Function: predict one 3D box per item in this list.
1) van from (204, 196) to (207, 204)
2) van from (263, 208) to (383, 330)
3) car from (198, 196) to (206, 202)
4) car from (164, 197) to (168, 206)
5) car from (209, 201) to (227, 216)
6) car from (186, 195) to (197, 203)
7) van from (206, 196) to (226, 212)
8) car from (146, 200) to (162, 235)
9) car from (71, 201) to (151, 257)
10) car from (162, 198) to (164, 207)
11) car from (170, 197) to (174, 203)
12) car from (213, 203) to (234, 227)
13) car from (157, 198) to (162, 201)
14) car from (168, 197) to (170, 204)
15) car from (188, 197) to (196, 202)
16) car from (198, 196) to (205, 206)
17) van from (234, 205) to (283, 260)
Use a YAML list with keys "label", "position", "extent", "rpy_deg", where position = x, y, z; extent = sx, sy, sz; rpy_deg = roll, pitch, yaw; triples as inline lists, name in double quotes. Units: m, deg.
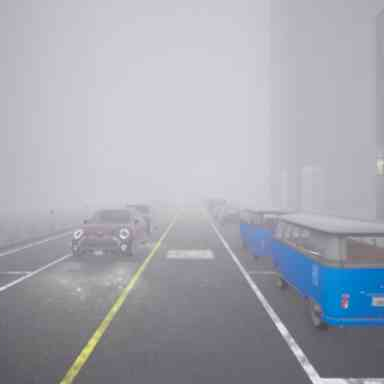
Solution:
- label: "van"
  position: [2.738, 1.569, 40.766]
  extent: [1.690, 1.788, 3.998]
  rpy_deg: [0, 0, 0]
- label: "van"
  position: [2.761, 1.374, 6.702]
  extent: [1.690, 1.788, 3.998]
  rpy_deg: [0, 0, 0]
- label: "car"
  position: [2.704, 1.979, 91.862]
  extent: [1.967, 1.590, 4.097]
  rpy_deg: [0, 0, 0]
- label: "car"
  position: [-5.798, 1.902, 57.788]
  extent: [1.947, 1.339, 4.313]
  rpy_deg: [0, 0, 0]
- label: "car"
  position: [2.746, 1.744, 29.409]
  extent: [1.802, 1.307, 4.206]
  rpy_deg: [0, 0, 0]
- label: "car"
  position: [-0.050, 1.991, 81.002]
  extent: [1.812, 1.442, 4.674]
  rpy_deg: [0, 0, 0]
- label: "van"
  position: [2.742, 1.536, 35.088]
  extent: [1.690, 1.788, 3.998]
  rpy_deg: [0, 0, 0]
- label: "car"
  position: [-3.010, 1.410, 18.654]
  extent: [1.837, 1.490, 4.892]
  rpy_deg: [0, 0, 0]
- label: "car"
  position: [-3.093, 1.425, 13.244]
  extent: [2.097, 1.767, 4.553]
  rpy_deg: [0, 0, 0]
- label: "car"
  position: [-5.794, 1.827, 51.941]
  extent: [1.752, 1.417, 4.829]
  rpy_deg: [0, 0, 0]
- label: "car"
  position: [-5.809, 1.983, 74.820]
  extent: [1.887, 1.381, 4.507]
  rpy_deg: [0, 0, 0]
- label: "car"
  position: [2.750, 1.710, 23.732]
  extent: [1.802, 1.307, 4.206]
  rpy_deg: [0, 0, 0]
- label: "car"
  position: [-5.790, 1.709, 46.434]
  extent: [1.967, 1.590, 4.097]
  rpy_deg: [0, 0, 0]
- label: "car"
  position: [-5.802, 1.894, 63.295]
  extent: [1.752, 1.417, 4.829]
  rpy_deg: [0, 0, 0]
- label: "car"
  position: [-0.057, 1.988, 91.012]
  extent: [2.033, 1.411, 5.357]
  rpy_deg: [0, 0, 0]
- label: "car"
  position: [2.723, 1.676, 63.475]
  extent: [2.192, 1.841, 5.009]
  rpy_deg: [0, 0, 0]
- label: "van"
  position: [2.757, 1.405, 12.378]
  extent: [1.690, 1.788, 3.998]
  rpy_deg: [0, 0, 0]
